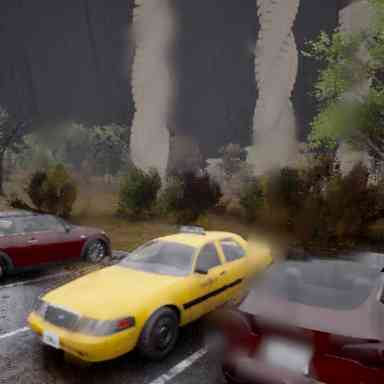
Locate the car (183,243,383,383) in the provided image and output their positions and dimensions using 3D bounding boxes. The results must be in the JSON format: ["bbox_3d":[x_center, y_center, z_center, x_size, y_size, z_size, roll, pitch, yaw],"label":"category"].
[{"bbox_3d":[2.201,1.509,4.838,2.163,1.488,4.792,0,0,35],"label":"car"}]

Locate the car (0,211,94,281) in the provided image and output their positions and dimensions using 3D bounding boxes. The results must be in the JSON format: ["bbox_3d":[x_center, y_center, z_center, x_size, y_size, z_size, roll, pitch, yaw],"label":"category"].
[{"bbox_3d":[-4.561,1.321,9.586,2.185,1.767,4.553,1,0,35],"label":"car"}]

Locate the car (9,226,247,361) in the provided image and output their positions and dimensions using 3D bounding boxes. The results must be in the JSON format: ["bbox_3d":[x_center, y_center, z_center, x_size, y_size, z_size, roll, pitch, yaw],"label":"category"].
[{"bbox_3d":[-0.170,1.467,6.266,1.946,1.575,5.366,0,0,35],"label":"car"}]
